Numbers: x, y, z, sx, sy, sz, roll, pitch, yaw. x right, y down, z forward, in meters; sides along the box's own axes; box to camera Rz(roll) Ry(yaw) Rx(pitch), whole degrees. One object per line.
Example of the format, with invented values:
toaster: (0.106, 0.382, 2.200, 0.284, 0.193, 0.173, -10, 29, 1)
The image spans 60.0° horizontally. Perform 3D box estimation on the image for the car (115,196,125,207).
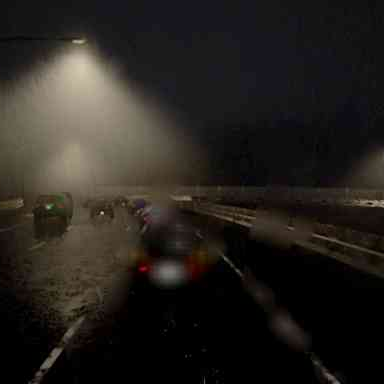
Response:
car: (-9.706, 1.312, 44.366, 1.837, 1.490, 4.892, 0, -1, -24)

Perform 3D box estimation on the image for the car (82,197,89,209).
car: (-13.104, 1.380, 43.333, 1.994, 1.385, 4.181, 0, 0, -24)

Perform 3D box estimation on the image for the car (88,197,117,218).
car: (-7.774, 1.385, 28.685, 1.837, 1.490, 4.892, 0, 1, -16)

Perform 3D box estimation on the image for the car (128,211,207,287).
car: (-0.688, 1.486, 9.161, 1.812, 1.442, 4.674, 0, 0, -5)

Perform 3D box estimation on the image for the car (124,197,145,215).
car: (-5.178, 1.386, 32.239, 1.812, 1.442, 4.674, 0, 0, -16)

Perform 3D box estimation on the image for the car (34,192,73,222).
car: (-10.400, 1.118, 25.218, 2.150, 2.045, 5.566, 0, 1, -14)

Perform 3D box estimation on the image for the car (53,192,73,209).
car: (-16.844, 1.039, 43.203, 2.150, 2.045, 5.566, 0, 0, -24)

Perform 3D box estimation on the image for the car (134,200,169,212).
car: (-2.291, 1.459, 20.401, 2.033, 1.411, 5.357, 0, 0, -11)
